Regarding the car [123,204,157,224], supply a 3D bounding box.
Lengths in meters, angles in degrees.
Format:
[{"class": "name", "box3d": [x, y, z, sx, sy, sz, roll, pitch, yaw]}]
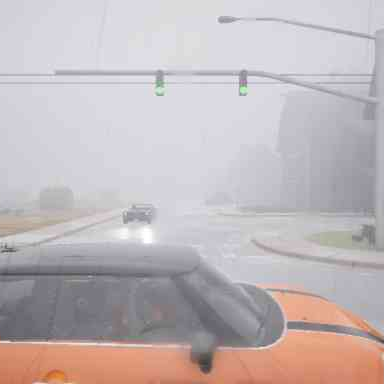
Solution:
[{"class": "car", "box3d": [-3.686, 1.521, 24.065, 1.895, 1.301, 4.718, 0, 0, 0]}]

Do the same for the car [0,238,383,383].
[{"class": "car", "box3d": [-0.346, 1.321, 3.154, 4.553, 1.767, 2.097, 0, 0, 1]}]

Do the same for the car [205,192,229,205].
[{"class": "car", "box3d": [3.930, 0.989, 52.682, 1.905, 1.878, 3.866, -8, 4, -42]}]
